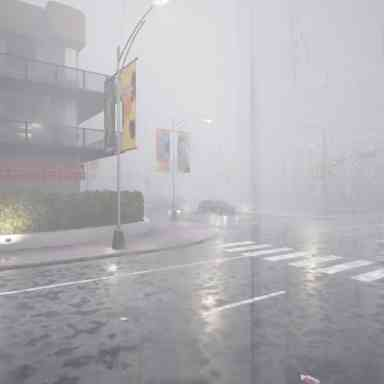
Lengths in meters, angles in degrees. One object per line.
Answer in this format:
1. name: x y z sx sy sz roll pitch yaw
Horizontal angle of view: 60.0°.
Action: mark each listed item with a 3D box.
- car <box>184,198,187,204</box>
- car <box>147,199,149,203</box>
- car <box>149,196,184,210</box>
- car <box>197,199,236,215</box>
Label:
1. car: -2.419 1.547 62.047 2.033 1.411 5.357 0 0 -19
2. car: -6.023 1.491 59.267 4.902 1.511 2.128 0 0 42
3. car: -3.324 1.564 42.115 1.994 1.385 4.181 0 0 -35
4. car: 2.451 1.505 33.846 1.837 1.490 4.892 0 0 -35
